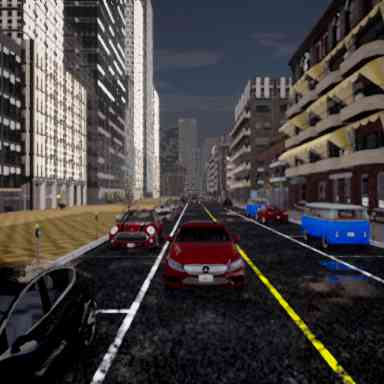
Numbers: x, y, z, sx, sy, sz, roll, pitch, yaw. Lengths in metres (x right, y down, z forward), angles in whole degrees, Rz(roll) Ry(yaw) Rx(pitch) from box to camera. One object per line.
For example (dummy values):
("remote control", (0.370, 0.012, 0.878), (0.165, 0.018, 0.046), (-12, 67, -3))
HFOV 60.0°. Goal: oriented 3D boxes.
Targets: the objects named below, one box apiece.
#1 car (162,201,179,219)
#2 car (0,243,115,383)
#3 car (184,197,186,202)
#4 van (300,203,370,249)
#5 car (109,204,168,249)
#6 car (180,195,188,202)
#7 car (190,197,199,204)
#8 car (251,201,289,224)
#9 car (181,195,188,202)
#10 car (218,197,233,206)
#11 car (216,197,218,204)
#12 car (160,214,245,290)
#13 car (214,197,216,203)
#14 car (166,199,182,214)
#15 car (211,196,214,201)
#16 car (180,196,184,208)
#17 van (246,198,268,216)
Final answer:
("car", (-2.287, 1.645, 25.610), (2.008, 1.369, 4.403), (0, 0, 0))
("car", (-2.328, 1.578, 3.520), (1.947, 1.339, 4.313), (0, 0, 0))
("car", (-2.245, 1.750, 47.702), (1.947, 1.339, 4.313), (0, 0, 0))
("van", (6.073, 1.393, 14.550), (1.690, 1.788, 3.998), (0, 0, 0))
("car", (-2.308, 1.491, 14.567), (1.967, 1.590, 4.097), (0, 0, 0))
("car", (-2.164, 1.714, 91.886), (2.192, 1.841, 5.009), (0, 0, 0))
("car", (0.497, 1.829, 73.147), (1.812, 1.442, 4.674), (0, 0, 0))
("car", (6.094, 1.639, 25.594), (1.887, 1.381, 4.507), (0, 0, 0))
("car", (-2.183, 1.908, 80.840), (1.947, 1.339, 4.313), (0, 0, 0))
("car", (6.156, 1.800, 58.732), (1.947, 1.339, 4.313), (0, 0, 0))
("car", (6.167, 1.786, 64.424), (1.752, 1.417, 4.829), (0, 0, 0))
("car", (0.287, 1.558, 9.291), (1.812, 1.442, 4.674), (0, 0, 0))
("car", (6.176, 1.814, 69.948), (1.752, 1.417, 4.829), (0, 0, 0))
("car", (-2.276, 1.667, 31.134), (2.008, 1.369, 4.403), (0, 0, 0))
("car", (6.197, 1.887, 80.823), (1.887, 1.381, 4.507), (0, 0, 0))
("car", (-2.266, 1.579, 36.658), (1.967, 1.590, 4.097), (0, 0, 0))
("van", (6.104, 1.458, 31.118), (1.690, 1.788, 3.998), (0, 0, 0))
